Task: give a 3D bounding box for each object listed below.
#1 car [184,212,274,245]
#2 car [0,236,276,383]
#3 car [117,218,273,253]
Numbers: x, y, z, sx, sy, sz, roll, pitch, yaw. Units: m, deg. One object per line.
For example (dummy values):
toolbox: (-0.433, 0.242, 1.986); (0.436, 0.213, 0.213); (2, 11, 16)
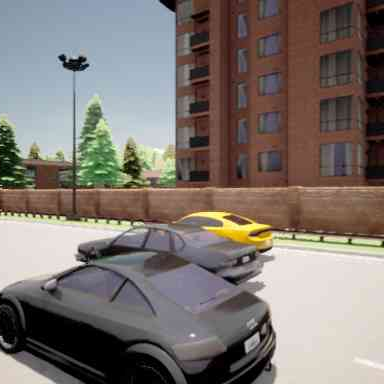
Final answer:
car: (0.470, 1.480, 12.258); (5.008, 1.535, 1.882); (0, 0, 36)
car: (-0.991, 1.565, 4.699); (4.181, 1.385, 1.994); (0, 0, 36)
car: (-0.838, 1.549, 8.892); (5.357, 1.411, 2.033); (0, 0, 36)
